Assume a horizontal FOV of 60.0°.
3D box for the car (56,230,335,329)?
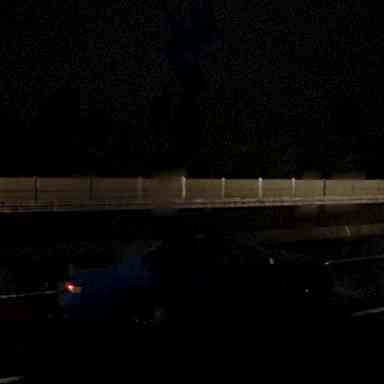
[{"bbox_3d":[0.192,1.492,6.631,5.357,1.411,2.033,0,0,-22],"label":"car"}]
